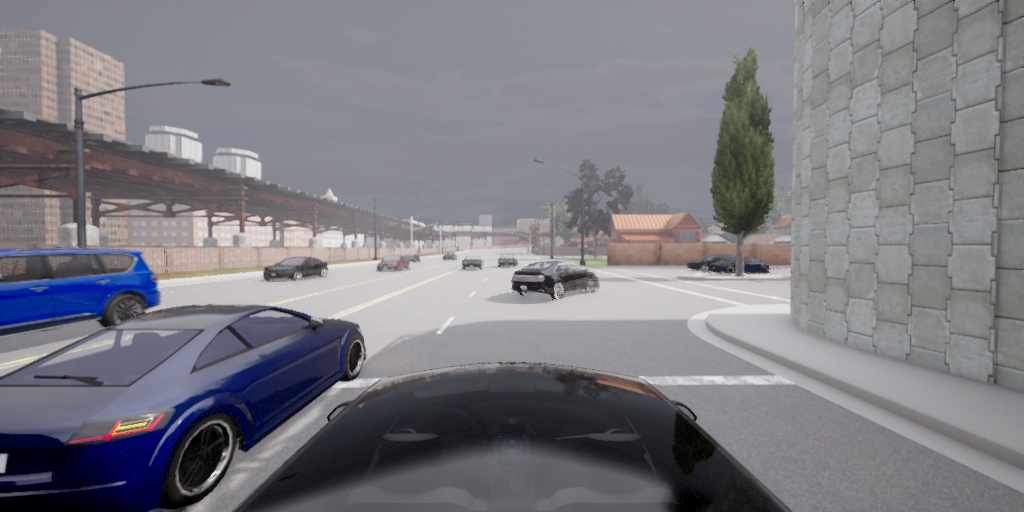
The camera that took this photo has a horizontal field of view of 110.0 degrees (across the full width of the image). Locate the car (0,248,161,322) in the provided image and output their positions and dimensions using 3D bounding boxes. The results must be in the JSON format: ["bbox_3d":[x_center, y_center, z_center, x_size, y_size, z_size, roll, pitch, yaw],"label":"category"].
[{"bbox_3d":[-10.599,0.854,7.363,2.150,2.045,5.566,0,1,0],"label":"car"}]

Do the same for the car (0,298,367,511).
[{"bbox_3d":[-3.410,1.260,4.312,1.994,1.385,4.181,0,1,0],"label":"car"}]

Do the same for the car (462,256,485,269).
[{"bbox_3d":[-3.842,0.632,36.634,1.895,1.301,4.718,0,1,1],"label":"car"}]

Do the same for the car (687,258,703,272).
[{"bbox_3d":[18.250,0.631,32.048,4.892,1.490,1.837,0,1,-1],"label":"car"}]

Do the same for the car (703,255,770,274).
[{"bbox_3d":[18.032,0.762,28.550,4.181,1.385,1.994,0,1,-1],"label":"car"}]

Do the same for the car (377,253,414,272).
[{"bbox_3d":[-10.581,0.646,32.280,1.812,1.442,4.674,0,1,0],"label":"car"}]

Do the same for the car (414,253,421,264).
[{"bbox_3d":[-14.078,0.326,49.672,1.994,1.385,4.181,0,1,0],"label":"car"}]

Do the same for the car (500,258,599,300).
[{"bbox_3d":[2.024,0.954,15.653,2.128,1.511,4.902,0,1,40],"label":"car"}]

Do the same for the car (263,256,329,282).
[{"bbox_3d":[-14.096,0.775,23.662,1.882,1.535,5.008,0,1,0],"label":"car"}]

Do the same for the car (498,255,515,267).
[{"bbox_3d":[-0.415,0.541,41.048,1.895,1.301,4.718,0,1,5],"label":"car"}]

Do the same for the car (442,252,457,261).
[{"bbox_3d":[-10.507,0.076,61.051,2.033,1.411,5.357,0,1,0],"label":"car"}]
